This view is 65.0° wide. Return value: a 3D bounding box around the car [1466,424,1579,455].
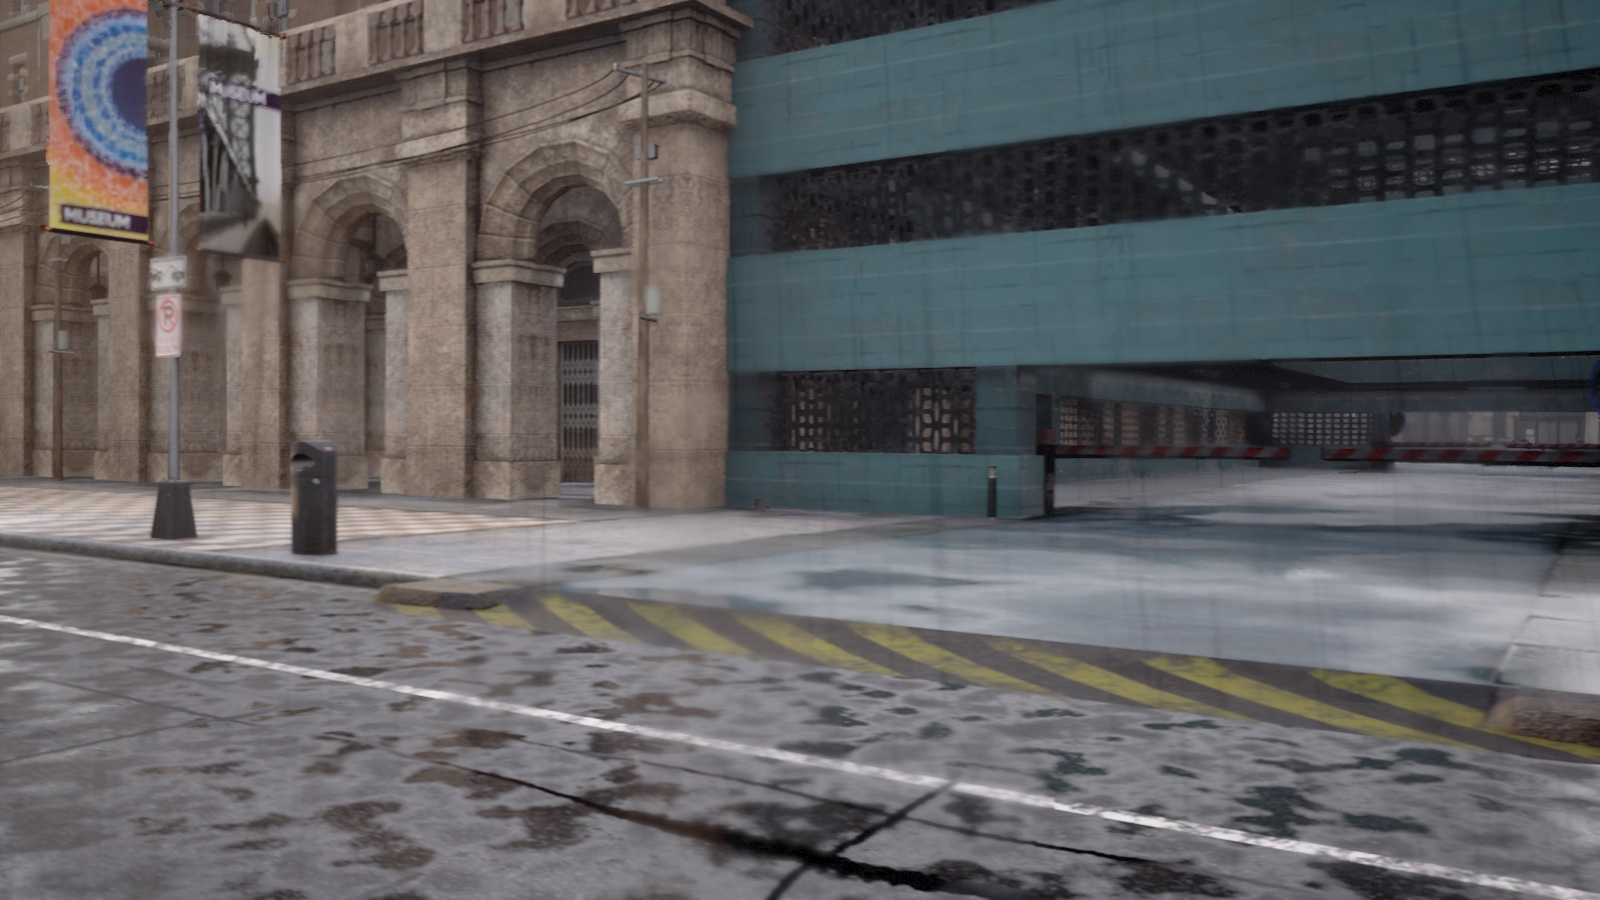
[{"bbox_3d":[36.837,-0.518,64.025,4.902,1.511,2.128,0,1,32],"label":"car"}]
